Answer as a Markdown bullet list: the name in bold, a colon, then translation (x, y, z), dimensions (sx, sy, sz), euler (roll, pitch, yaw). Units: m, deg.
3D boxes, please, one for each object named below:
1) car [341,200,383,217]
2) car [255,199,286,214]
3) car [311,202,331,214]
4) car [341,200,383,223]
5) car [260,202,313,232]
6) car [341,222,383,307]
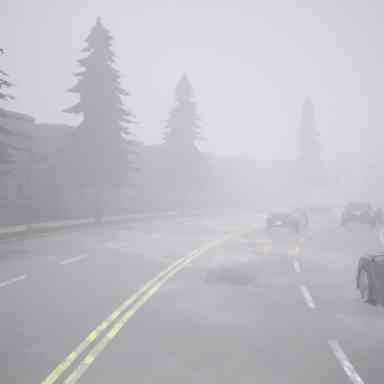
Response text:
- **car**: translation (17.045, 1.600, 33.270), dimensions (5.008, 1.535, 1.882), euler (1, 0, -39)
- **car**: translation (8.619, 1.545, 35.443), dimensions (4.892, 1.490, 1.837), euler (0, 0, -43)
- **car**: translation (12.287, 1.678, 34.148), dimensions (4.718, 1.301, 1.895), euler (0, 0, -41)
- **car**: translation (12.002, 1.438, 23.304), dimensions (2.097, 1.767, 4.553), euler (1, 0, 36)
- **car**: translation (5.919, 1.558, 20.446), dimensions (1.812, 1.442, 4.674), euler (0, 0, 28)
- **car**: translation (4.189, 1.525, 5.164), dimensions (2.128, 1.511, 4.902), euler (0, 0, 8)
